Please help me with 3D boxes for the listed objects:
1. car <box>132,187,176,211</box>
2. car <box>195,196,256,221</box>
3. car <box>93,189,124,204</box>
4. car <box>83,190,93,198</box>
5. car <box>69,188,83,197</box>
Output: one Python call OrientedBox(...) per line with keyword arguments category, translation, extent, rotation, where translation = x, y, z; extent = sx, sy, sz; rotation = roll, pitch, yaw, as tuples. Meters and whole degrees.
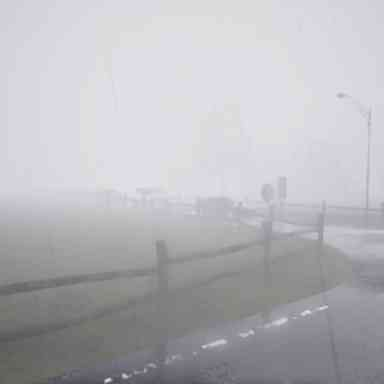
OrientedBox(category="car", translation=(-3.647, 0.553, 30.827), extent=(2.150, 2.045, 5.566), rotation=(1, 1, -35))
OrientedBox(category="car", translation=(2.175, 1.045, 22.515), extent=(1.882, 1.535, 5.008), rotation=(1, 1, -35))
OrientedBox(category="car", translation=(-9.572, 0.447, 39.291), extent=(2.097, 1.767, 4.553), rotation=(1, 1, -35))
OrientedBox(category="car", translation=(-14.900, 0.293, 51.999), extent=(1.882, 1.535, 5.008), rotation=(1, 1, -35))
OrientedBox(category="car", translation=(-20.915, 0.072, 60.568), extent=(2.128, 1.511, 4.902), rotation=(1, 1, -35))
